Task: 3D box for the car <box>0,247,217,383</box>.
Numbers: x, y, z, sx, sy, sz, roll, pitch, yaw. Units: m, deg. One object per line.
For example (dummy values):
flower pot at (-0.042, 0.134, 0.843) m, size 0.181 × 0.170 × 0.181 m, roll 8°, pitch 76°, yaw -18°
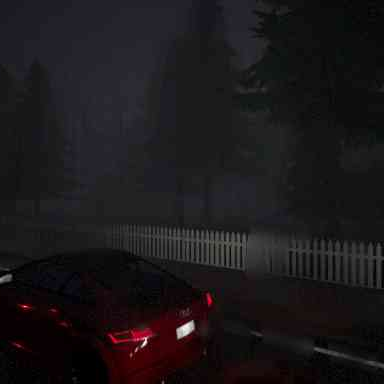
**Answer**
car at (-1.722, 1.565, 5.005) m, size 4.181 × 1.385 × 1.994 m, roll 0°, pitch 0°, yaw 35°
